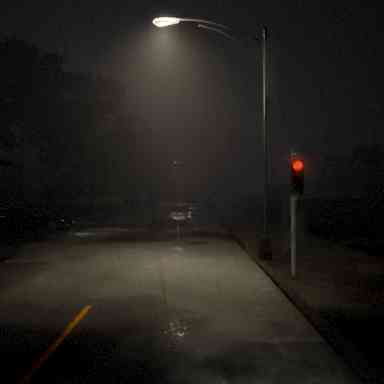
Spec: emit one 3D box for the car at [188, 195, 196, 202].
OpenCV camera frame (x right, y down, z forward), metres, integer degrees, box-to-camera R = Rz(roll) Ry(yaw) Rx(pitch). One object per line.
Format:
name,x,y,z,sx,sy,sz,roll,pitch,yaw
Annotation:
car,-0.061,1.488,77.705,1.812,1.442,4.674,0,0,0

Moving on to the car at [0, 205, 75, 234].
car,-9.121,1.498,18.513,4.892,1.490,1.837,0,1,-7

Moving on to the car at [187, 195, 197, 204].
car,0.066,1.518,63.705,2.033,1.411,5.357,0,0,-1
